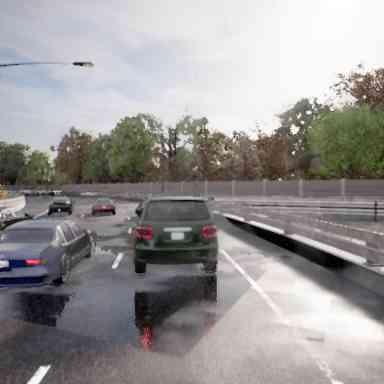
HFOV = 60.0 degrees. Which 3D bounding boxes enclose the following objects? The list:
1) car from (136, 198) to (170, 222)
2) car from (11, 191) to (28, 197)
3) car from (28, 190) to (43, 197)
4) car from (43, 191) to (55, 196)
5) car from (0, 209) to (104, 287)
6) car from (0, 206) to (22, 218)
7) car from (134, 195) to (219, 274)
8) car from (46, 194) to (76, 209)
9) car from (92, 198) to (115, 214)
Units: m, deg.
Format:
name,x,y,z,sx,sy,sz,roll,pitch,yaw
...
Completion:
name,x,y,z,sx,sy,sz,roll,pitch,yaw
car,-3.069,1.242,25.172,2.033,1.411,5.357,0,1,-13
car,-40.910,0.513,77.298,4.902,1.511,2.128,1,1,41
car,-38.506,0.305,79.841,4.553,1.767,2.097,1,1,41
car,-35.725,0.431,82.114,4.892,1.490,1.837,1,1,41
car,-3.991,1.442,9.097,2.033,1.411,5.357,0,1,-5
car,-8.046,1.337,13.704,2.128,1.511,4.902,0,1,-8
car,-0.590,1.092,10.367,2.150,2.045,5.566,0,0,-6
car,-11.313,1.168,29.010,1.837,1.490,4.892,0,1,-16
car,-7.958,1.208,29.925,1.994,1.385,4.181,0,1,-16
